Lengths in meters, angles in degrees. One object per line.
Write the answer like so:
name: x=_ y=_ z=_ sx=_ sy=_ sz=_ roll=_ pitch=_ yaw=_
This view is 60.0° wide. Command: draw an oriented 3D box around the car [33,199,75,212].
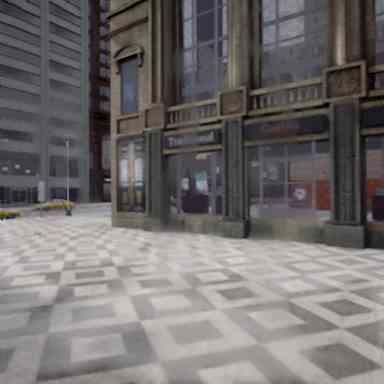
car: x=-16.612 y=1.524 z=40.172 sx=1.752 sy=1.417 sz=4.829 roll=1 pitch=1 yaw=36

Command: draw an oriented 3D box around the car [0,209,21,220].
car: x=-16.118 y=1.634 z=26.270 sx=1.752 sy=1.417 sz=4.829 roll=1 pitch=1 yaw=36
